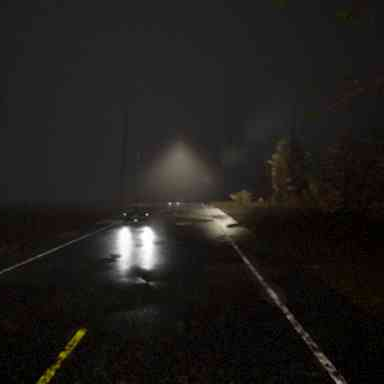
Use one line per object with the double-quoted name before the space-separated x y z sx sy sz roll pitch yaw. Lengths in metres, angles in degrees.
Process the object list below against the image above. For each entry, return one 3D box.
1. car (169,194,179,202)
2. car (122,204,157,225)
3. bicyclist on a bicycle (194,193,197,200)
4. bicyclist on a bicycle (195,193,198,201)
"car" -3.525 1.251 65.528 1.837 1.490 4.892 0 1 0
"car" -3.605 1.511 23.554 1.895 1.301 4.718 0 0 0
"bicyclist on a bicycle" 0.946 1.050 83.989 0.659 1.776 1.843 0 0 0
"bicyclist on a bicycle" 0.947 1.085 74.989 0.659 1.776 1.843 0 0 0
